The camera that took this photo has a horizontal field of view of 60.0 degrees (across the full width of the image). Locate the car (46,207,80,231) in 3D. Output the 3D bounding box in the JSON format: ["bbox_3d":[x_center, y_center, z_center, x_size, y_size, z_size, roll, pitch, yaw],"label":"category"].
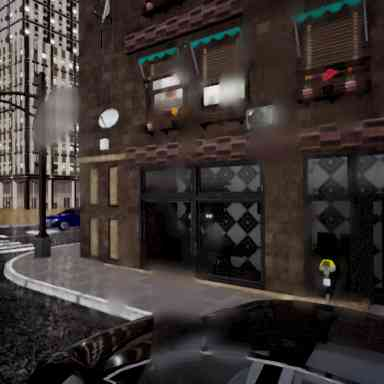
[{"bbox_3d":[-8.029,1.774,22.982,1.812,1.442,4.674,-1,-1,33],"label":"car"}]

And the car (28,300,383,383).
[{"bbox_3d":[0.552,1.566,2.490,4.313,1.339,1.947,0,0,35],"label":"car"}]
